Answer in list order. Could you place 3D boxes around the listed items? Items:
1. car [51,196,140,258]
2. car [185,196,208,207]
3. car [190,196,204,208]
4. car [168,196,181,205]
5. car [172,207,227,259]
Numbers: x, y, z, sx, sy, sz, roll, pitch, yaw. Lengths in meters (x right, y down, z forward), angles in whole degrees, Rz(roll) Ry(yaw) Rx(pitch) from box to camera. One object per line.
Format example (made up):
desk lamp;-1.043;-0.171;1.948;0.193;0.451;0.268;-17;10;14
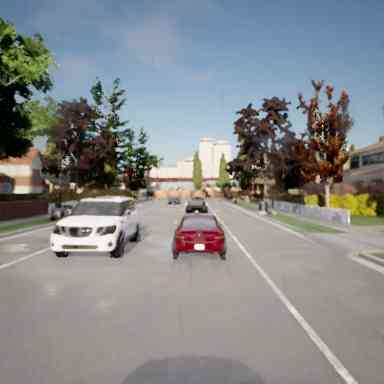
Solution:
car;-3.429;1.201;13.006;2.150;2.045;5.566;0;0;1
car;0.407;1.423;29.370;1.882;1.535;5.008;0;0;1
car;0.749;1.368;46.075;1.837;1.490;4.892;0;0;1
car;-2.806;1.354;53.379;2.033;1.411;5.357;0;0;1
car;0.263;1.526;12.550;1.812;1.442;4.674;0;0;1
